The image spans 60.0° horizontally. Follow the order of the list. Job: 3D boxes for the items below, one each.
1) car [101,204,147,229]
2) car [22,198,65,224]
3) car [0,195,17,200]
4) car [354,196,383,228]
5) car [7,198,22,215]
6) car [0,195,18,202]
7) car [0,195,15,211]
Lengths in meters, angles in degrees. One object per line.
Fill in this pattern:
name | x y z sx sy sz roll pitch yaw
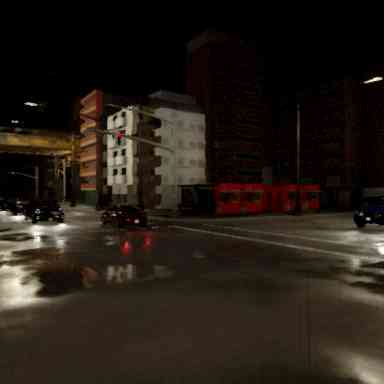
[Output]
car | -4.445 1.522 21.592 1.812 1.442 4.674 0 0 -31
car | -11.182 1.345 25.176 2.097 1.767 4.553 0 0 -35
car | -42.639 1.286 77.172 4.536 1.218 1.853 0 0 35
car | 12.909 1.307 21.753 5.566 2.045 2.150 1 0 -36
car | -16.887 1.557 33.325 1.994 1.385 4.181 0 0 -35
car | -42.596 1.443 77.143 4.974 1.542 2.038 0 0 35
car | -22.675 1.472 41.592 1.882 1.535 5.008 0 0 -35
